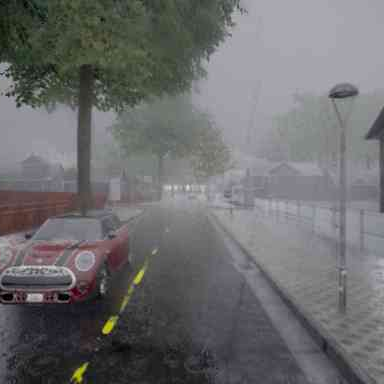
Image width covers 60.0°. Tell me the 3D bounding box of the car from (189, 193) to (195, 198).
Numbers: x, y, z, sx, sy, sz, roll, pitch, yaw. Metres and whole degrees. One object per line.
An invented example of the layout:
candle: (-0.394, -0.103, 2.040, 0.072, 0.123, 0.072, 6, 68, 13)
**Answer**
car: (0.011, 0.976, 94.807, 1.812, 1.442, 4.674, 0, 0, 0)

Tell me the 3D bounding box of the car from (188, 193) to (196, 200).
car: (0.010, 1.208, 83.553, 1.994, 1.385, 4.181, 0, 0, 0)

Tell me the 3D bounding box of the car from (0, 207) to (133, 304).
car: (-2.847, 1.317, 8.281, 2.097, 1.767, 4.553, 0, 0, 0)
